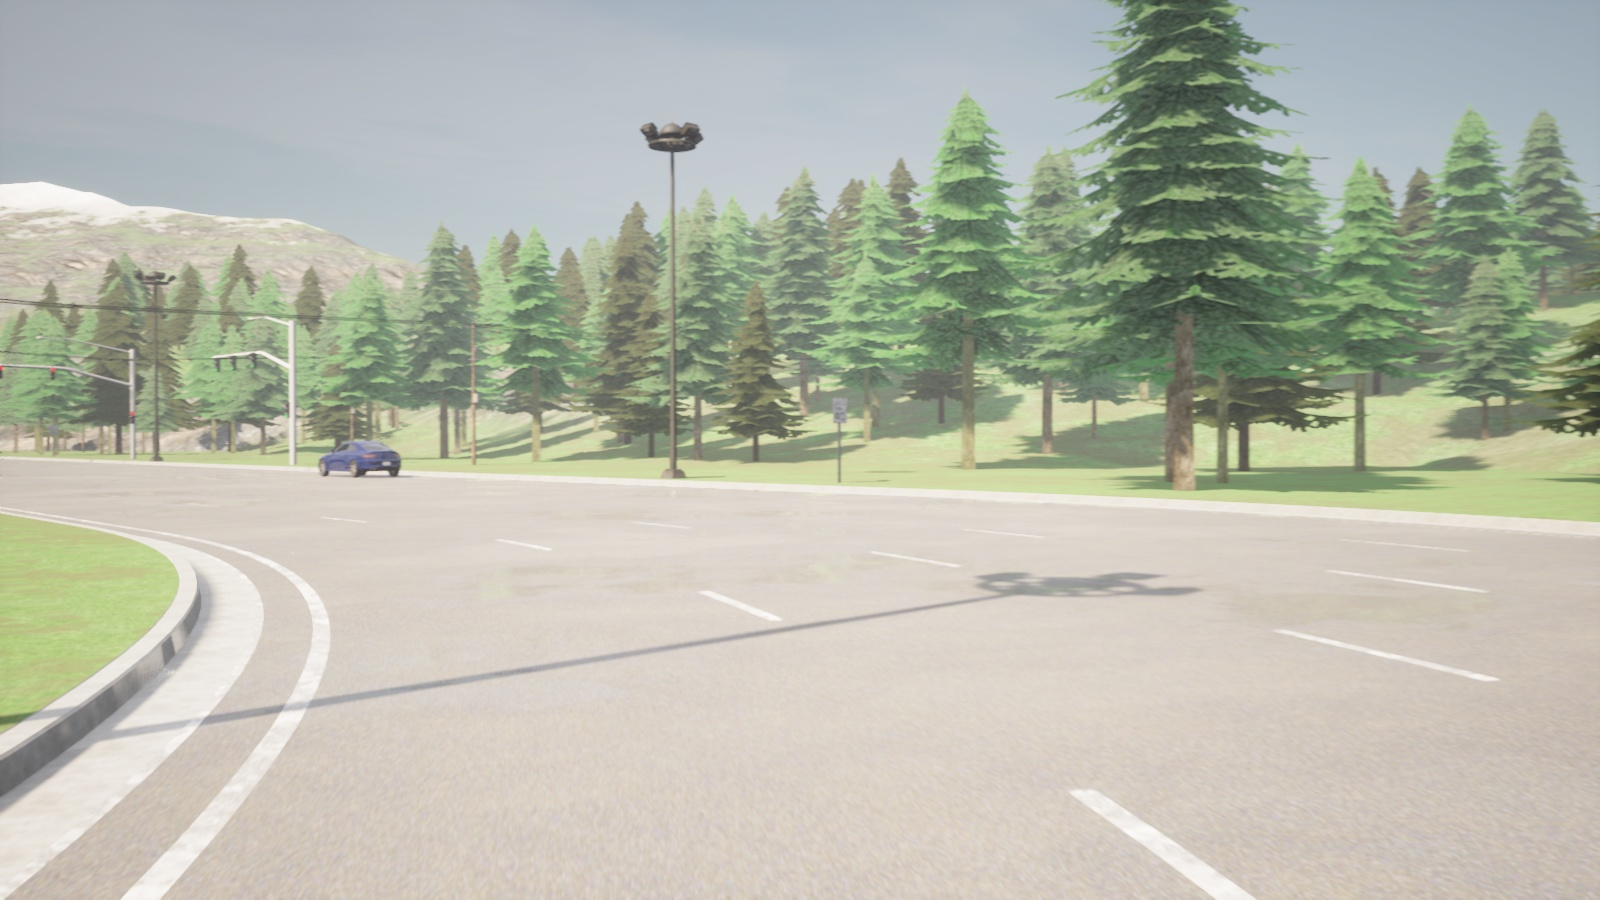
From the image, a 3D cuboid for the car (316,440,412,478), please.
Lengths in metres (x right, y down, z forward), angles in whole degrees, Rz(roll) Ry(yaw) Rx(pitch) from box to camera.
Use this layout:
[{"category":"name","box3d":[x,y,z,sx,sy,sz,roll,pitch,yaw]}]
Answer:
[{"category":"car","box3d":[-17.546,0.323,50.427,1.812,1.442,4.674,-1,1,-44]}]
